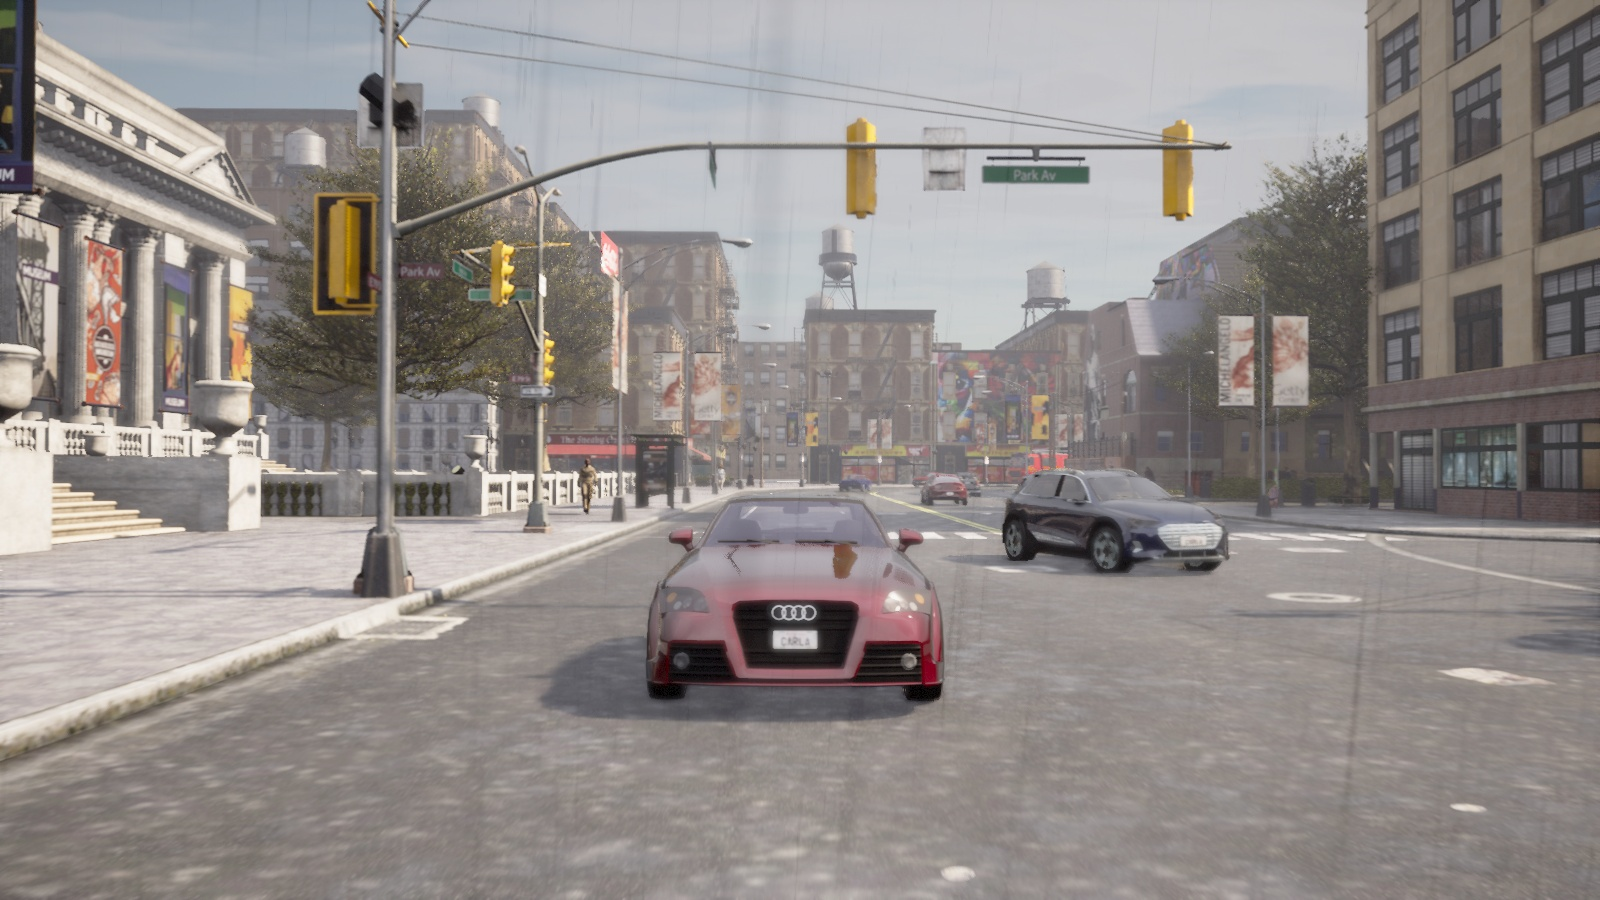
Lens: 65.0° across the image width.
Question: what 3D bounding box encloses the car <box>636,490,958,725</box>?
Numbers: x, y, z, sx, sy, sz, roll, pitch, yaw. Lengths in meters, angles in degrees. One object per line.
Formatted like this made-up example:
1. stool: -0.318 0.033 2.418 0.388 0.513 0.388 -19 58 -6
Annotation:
1. car: -0.025 1.044 9.884 1.994 1.385 4.181 0 -1 0

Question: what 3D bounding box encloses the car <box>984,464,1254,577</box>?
1. car: 5.139 1.077 21.041 2.033 1.649 4.856 0 -1 -19

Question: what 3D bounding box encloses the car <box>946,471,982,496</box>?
1. car: 10.299 2.075 79.032 1.789 1.549 3.705 0 -1 0

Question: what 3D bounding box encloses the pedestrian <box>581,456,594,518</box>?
1. pedestrian: -6.697 1.161 39.566 0.396 1.930 0.692 0 -1 -8

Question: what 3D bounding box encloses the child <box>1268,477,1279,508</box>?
1. child: 17.021 1.539 45.150 0.255 1.110 0.394 0 -1 6

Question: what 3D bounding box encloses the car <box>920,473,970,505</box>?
1. car: 6.849 1.815 59.852 1.812 1.442 4.674 0 -1 0

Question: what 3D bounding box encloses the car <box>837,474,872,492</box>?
1. car: 4.170 2.488 94.834 1.895 1.301 4.718 0 -1 12
